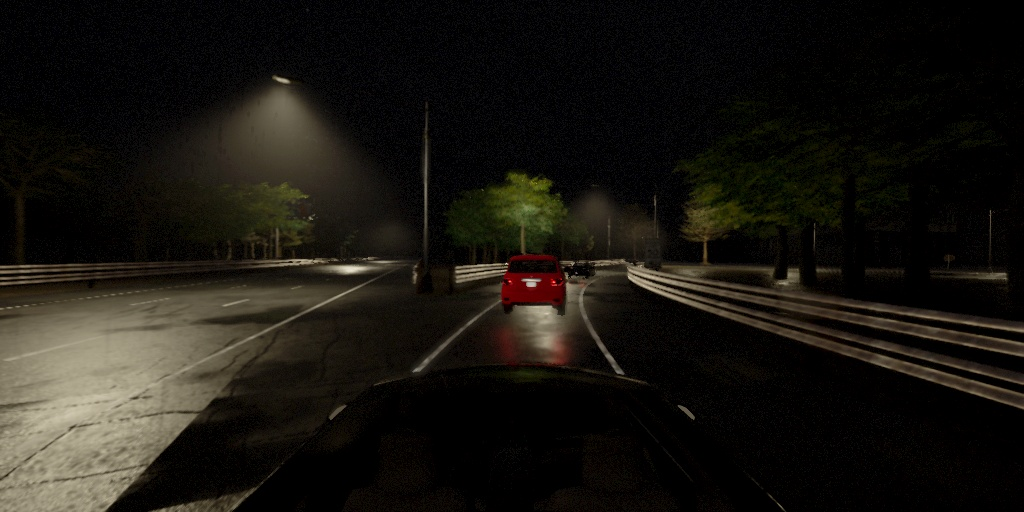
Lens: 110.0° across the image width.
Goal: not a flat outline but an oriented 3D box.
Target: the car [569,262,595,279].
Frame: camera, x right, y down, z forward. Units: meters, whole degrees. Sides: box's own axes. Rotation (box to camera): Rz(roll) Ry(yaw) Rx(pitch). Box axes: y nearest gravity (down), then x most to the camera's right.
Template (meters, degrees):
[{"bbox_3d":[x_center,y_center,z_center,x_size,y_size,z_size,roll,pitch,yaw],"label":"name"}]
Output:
[{"bbox_3d":[6.537,1.276,33.424,2.128,1.511,4.902,0,0,23],"label":"car"}]

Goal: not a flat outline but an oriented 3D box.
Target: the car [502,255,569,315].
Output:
[{"bbox_3d":[1.025,0.998,13.936,2.150,2.045,5.566,0,0,9],"label":"car"}]
